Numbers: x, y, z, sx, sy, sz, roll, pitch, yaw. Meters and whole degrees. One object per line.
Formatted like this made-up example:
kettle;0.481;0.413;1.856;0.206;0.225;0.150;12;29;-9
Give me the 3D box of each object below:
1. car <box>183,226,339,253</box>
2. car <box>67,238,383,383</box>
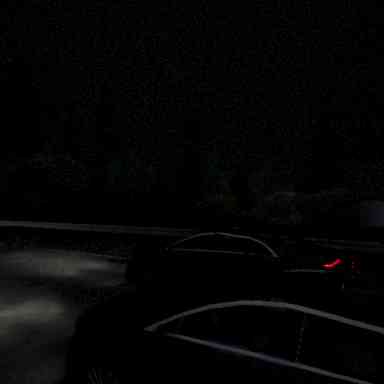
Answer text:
car;0.701;1.504;7.335;4.902;1.511;2.128;0;0;33
car;0.875;1.494;3.040;4.902;1.511;2.128;0;0;34
